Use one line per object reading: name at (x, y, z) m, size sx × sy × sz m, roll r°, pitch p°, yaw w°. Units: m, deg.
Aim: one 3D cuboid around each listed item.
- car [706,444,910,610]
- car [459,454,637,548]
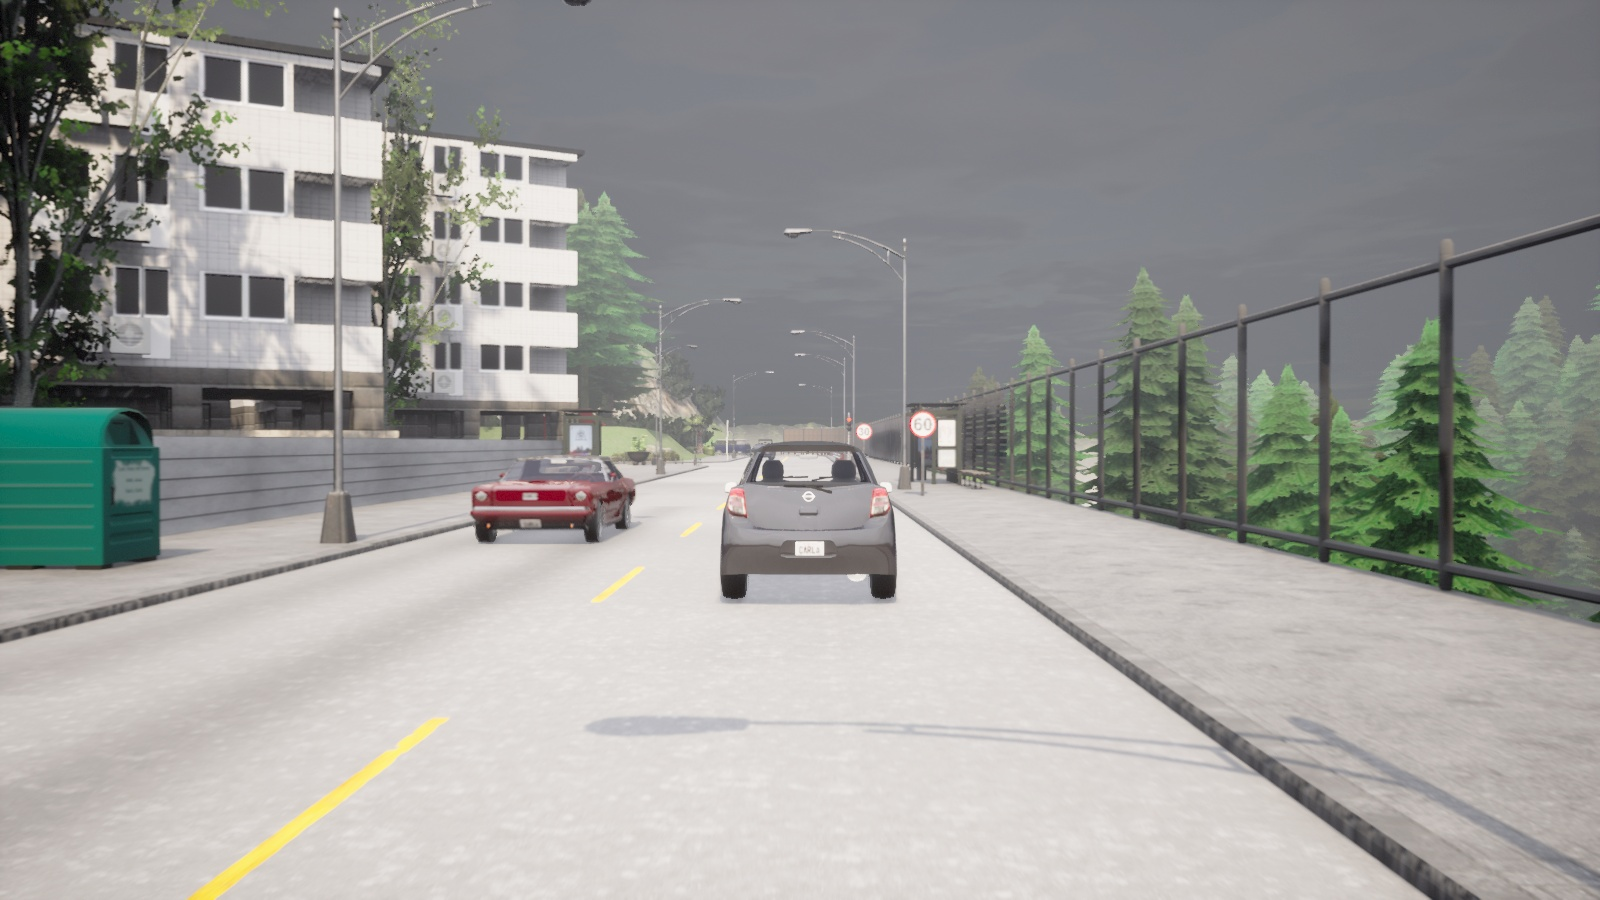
car at (0.085, 0.686, 13.191) m, size 1.845 × 1.501 × 3.633 m, roll 0°, pitch 0°, yaw 0°
car at (-3.876, 0.730, 20.160) m, size 1.895 × 1.301 × 4.718 m, roll 0°, pitch 0°, yaw 0°
